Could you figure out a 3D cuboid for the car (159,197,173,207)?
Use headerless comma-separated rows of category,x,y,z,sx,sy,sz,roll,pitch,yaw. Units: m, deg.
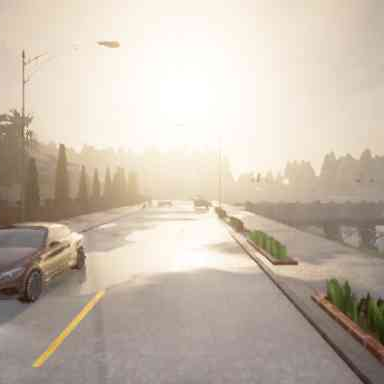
car,-4.061,1.516,51.289,1.812,1.442,4.674,0,0,0

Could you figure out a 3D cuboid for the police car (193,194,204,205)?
police car,1.146,1.363,61.806,1.930,1.638,5.238,-4,0,0

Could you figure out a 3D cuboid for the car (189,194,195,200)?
car,0.000,1.363,94.057,1.837,1.490,4.892,0,0,0

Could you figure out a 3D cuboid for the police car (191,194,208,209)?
police car,1.160,1.392,45.822,1.930,1.638,5.238,-2,-1,0

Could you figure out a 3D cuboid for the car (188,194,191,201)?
car,0.000,1.418,79.068,1.994,1.385,4.181,0,0,0

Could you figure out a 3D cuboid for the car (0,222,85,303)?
car,-4.100,1.524,8.318,1.812,1.442,4.674,0,0,0
